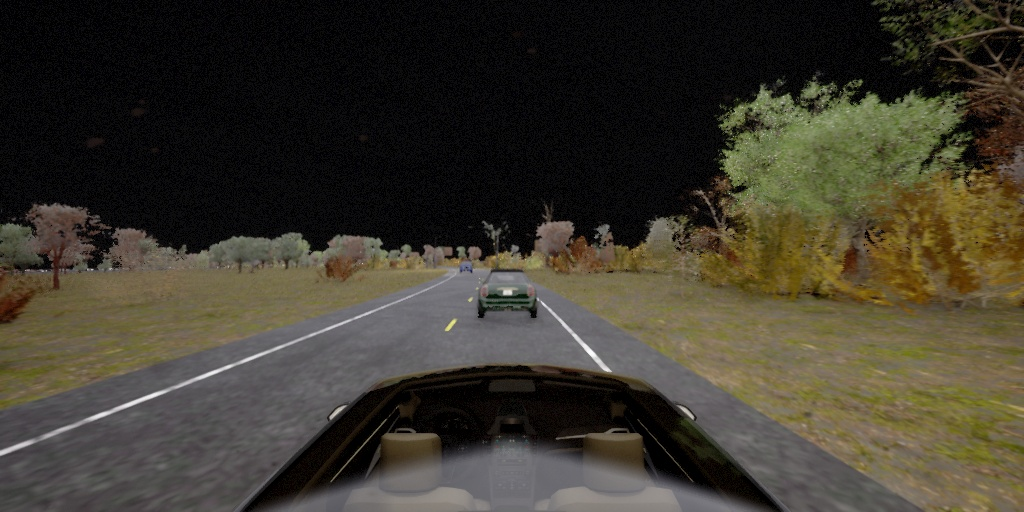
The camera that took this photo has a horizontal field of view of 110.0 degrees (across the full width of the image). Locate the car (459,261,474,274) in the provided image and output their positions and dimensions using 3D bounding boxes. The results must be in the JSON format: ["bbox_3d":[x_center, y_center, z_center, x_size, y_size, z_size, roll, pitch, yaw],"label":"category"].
[{"bbox_3d":[-7.633,1.887,59.884,2.150,2.045,5.566,0,-1,-7],"label":"car"}]

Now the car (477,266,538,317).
[{"bbox_3d":[-0.196,1.278,14.170,2.097,1.767,4.553,0,-1,-1],"label":"car"}]
